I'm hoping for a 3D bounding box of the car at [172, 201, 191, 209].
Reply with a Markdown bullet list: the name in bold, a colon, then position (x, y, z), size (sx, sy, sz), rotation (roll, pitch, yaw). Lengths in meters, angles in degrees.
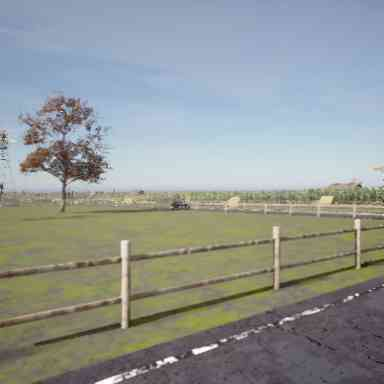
- **car**: position (-2.162, 2.454, 61.979), size (1.837, 1.490, 4.892), rotation (0, -1, -34)
